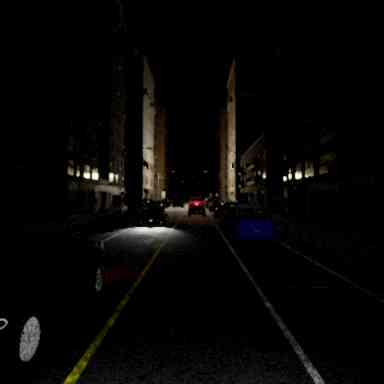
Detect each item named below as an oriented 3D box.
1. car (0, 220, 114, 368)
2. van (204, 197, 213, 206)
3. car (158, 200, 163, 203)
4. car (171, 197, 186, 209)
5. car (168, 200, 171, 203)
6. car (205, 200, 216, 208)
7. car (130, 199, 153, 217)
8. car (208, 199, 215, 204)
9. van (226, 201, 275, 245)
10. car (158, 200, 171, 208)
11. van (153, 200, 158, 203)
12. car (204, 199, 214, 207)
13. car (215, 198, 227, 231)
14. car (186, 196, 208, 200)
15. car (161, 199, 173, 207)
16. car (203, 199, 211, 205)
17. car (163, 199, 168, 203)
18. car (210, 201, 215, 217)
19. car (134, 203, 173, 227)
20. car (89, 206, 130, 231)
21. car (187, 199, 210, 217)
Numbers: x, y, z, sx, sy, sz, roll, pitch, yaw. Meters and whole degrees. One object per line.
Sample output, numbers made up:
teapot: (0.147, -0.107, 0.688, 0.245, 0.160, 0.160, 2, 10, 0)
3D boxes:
car: (-3.041, 1.531, 6.030, 1.882, 1.535, 5.008, 0, 0, 1)
van: (3.552, 2.049, 73.067, 1.690, 1.788, 3.998, 1, -1, 1)
car: (-5.321, 2.004, 44.810, 1.802, 1.307, 4.206, 1, -1, 1)
car: (-2.382, 2.025, 57.268, 1.882, 1.535, 5.008, 0, -1, 1)
car: (-5.183, 2.098, 56.155, 1.947, 1.339, 4.313, 1, -1, 1)
car: (3.411, 2.182, 61.720, 1.802, 1.307, 4.206, 1, -1, 1)
car: (-5.457, 1.752, 33.467, 1.967, 1.590, 4.097, 1, -1, 1)
car: (3.204, 2.000, 44.701, 1.947, 1.339, 4.313, 1, -1, 1)
van: (2.862, 1.501, 16.341, 1.690, 1.788, 3.998, 1, -1, 1)
car: (-5.114, 2.153, 61.827, 1.947, 1.339, 4.313, 1, -1, 1)
van: (-5.387, 1.708, 39.140, 1.690, 1.788, 3.998, 1, -1, 1)
car: (3.483, 2.181, 67.563, 1.752, 1.417, 4.829, 1, -1, 1)
car: (2.932, 1.529, 22.013, 2.192, 1.841, 5.009, 1, -1, 1)
car: (0.638, 1.660, 45.480, 2.150, 2.045, 5.566, 0, -1, 1)
car: (-5.045, 2.186, 67.499, 1.887, 1.381, 4.507, 1, -1, 1)
car: (3.620, 2.289, 78.908, 1.752, 1.417, 4.829, 1, -1, 1)
car: (-5.251, 2.028, 50.482, 2.008, 1.369, 4.403, 1, -1, 1)
car: (3.066, 1.906, 33.356, 1.802, 1.307, 4.206, 1, -1, 1)
car: (-2.810, 1.798, 24.928, 1.994, 1.385, 4.181, 0, -1, 1)
car: (-5.596, 1.784, 22.122, 1.802, 1.307, 4.206, 1, -1, 1)
car: (0.518, 1.833, 35.548, 2.128, 1.511, 4.902, 0, -1, 1)
